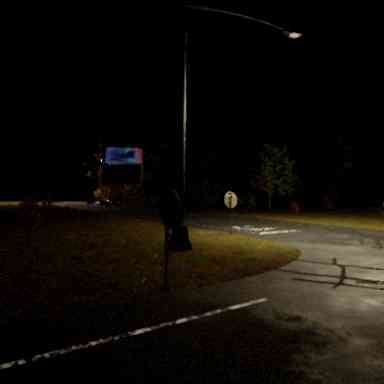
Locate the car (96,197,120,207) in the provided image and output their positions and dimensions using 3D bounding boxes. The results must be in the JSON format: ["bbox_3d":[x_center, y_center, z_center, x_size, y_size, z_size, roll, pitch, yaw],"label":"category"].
[{"bbox_3d":[-13.463,1.681,54.179,2.033,1.411,5.357,1,0,-33],"label":"car"}]

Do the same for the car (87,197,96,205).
[{"bbox_3d":[-17.456,1.614,60.093,2.128,1.511,4.902,1,0,-34],"label":"car"}]
